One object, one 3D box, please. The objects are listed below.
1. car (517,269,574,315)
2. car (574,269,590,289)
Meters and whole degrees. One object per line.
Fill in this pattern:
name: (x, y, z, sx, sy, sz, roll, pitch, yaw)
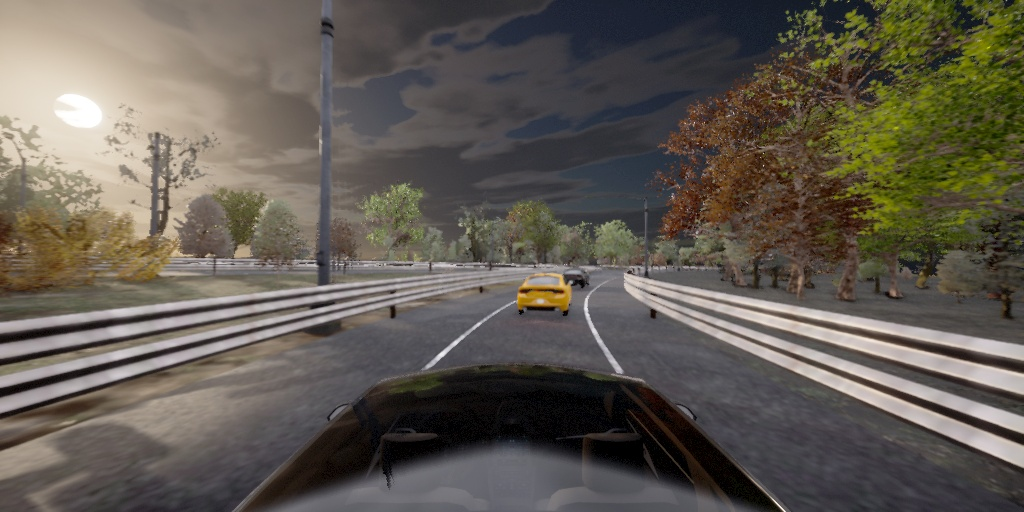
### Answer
car: (1.468, 1.463, 14.909, 1.882, 1.535, 5.008, 0, -1, 11)
car: (5.159, 1.764, 29.126, 1.882, 1.535, 5.008, 0, -1, 19)
